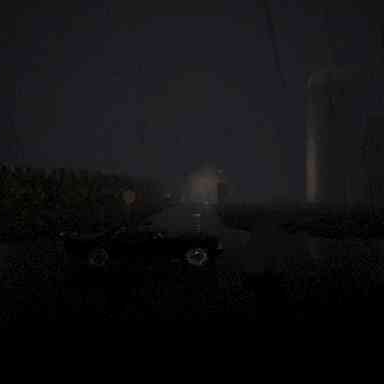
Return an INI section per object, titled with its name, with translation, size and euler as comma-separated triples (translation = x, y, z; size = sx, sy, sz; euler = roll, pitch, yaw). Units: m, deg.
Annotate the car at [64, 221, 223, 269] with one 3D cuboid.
[car]
translation = -1.426, 1.608, 10.690
size = 4.718, 1.301, 1.895
euler = 0, 0, -3
